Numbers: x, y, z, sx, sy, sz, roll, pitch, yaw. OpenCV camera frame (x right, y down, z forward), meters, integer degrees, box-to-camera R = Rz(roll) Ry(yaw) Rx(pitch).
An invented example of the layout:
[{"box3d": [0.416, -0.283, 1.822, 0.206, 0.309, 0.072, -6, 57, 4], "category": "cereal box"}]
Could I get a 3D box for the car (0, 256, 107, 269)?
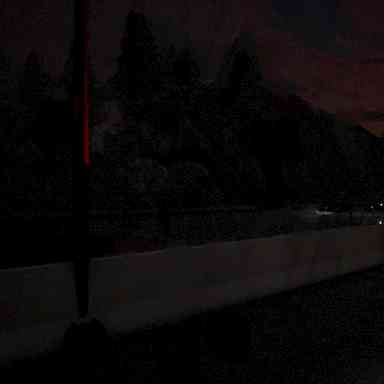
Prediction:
[{"box3d": [-4.702, 1.581, 9.207, 4.718, 1.301, 1.895, 0, 0, -36], "category": "car"}]
